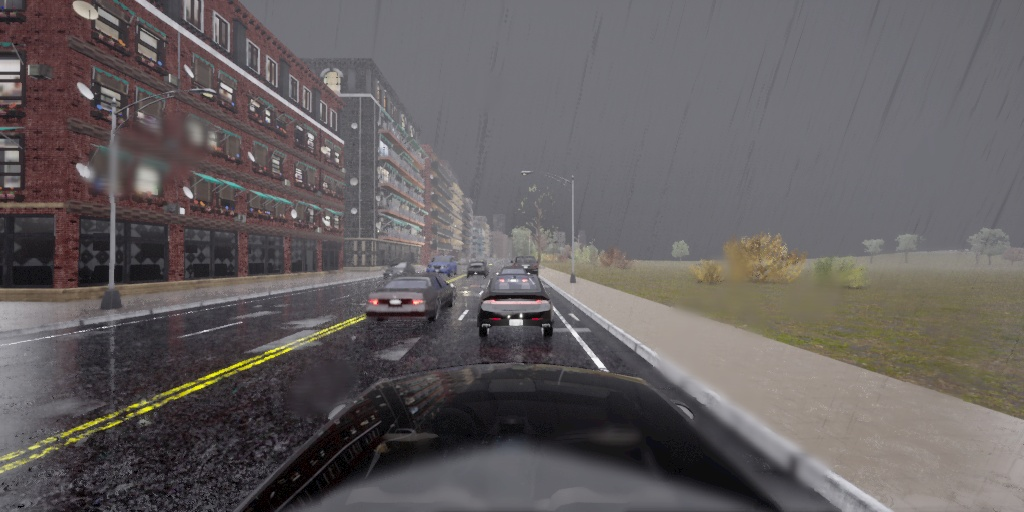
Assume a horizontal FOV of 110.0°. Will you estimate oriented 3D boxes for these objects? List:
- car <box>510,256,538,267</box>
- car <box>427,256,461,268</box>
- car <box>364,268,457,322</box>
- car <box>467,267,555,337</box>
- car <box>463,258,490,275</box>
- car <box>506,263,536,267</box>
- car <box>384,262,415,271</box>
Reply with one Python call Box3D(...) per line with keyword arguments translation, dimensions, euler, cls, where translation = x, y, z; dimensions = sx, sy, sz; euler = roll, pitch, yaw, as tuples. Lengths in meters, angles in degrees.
Box3D(translation=(1.077, 0.979, 30.933), dimensions=(2.150, 2.045, 5.566), euler=(0, 0, 0), cls="car")
Box3D(translation=(-6.670, 0.975, 34.709), dimensions=(2.150, 2.045, 5.566), euler=(0, 0, 0), cls="car")
Box3D(translation=(-3.170, 1.299, 12.219), dimensions=(2.033, 1.411, 5.357), euler=(0, 0, 0), cls="car")
Box3D(translation=(0.083, 1.243, 10.281), dimensions=(2.128, 1.511, 4.902), euler=(0, 0, 0), cls="car")
Box3D(translation=(-3.219, 1.260, 34.439), dimensions=(1.837, 1.490, 4.892), euler=(0, 1, 0), cls="car")
Box3D(translation=(0.065, 1.300, 20.721), dimensions=(2.033, 1.411, 5.357), euler=(0, 0, 0), cls="car")
Box3D(translation=(-9.913, 1.279, 31.874), dimensions=(1.812, 1.442, 4.674), euler=(0, 0, 0), cls="car")
